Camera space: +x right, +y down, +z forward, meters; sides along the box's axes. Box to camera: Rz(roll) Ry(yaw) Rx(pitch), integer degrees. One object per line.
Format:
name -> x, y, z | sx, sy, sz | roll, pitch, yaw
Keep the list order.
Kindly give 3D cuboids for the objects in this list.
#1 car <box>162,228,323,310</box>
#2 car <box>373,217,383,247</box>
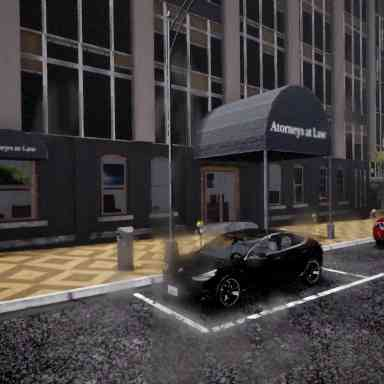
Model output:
car -> 1.360, 1.564, 7.838 | 4.313, 1.339, 1.947 | 0, -1, -37
car -> 9.633, 1.310, 14.045 | 5.009, 1.841, 2.192 | 0, -1, -37
